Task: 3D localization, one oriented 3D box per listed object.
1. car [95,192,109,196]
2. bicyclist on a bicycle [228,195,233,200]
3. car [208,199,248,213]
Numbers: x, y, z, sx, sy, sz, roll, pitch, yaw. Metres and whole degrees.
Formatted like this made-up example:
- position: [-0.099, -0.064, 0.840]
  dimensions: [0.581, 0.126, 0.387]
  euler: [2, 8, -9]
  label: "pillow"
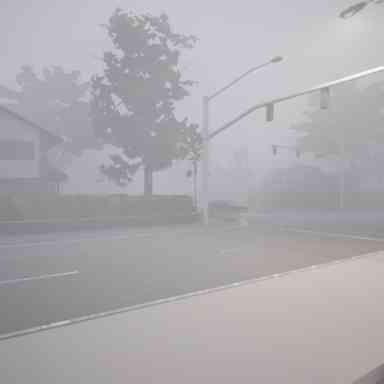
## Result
- position: [-20.413, 1.031, 75.266]
  dimensions: [2.150, 2.045, 5.566]
  euler: [0, 0, -36]
  label: "car"
- position: [5.912, 1.282, 51.108]
  dimensions: [1.656, 1.620, 0.582]
  euler: [0, 0, -36]
  label: "bicyclist on a bicycle"
- position: [3.613, 1.531, 36.545]
  dimensions: [2.033, 1.411, 5.357]
  euler: [0, 0, -36]
  label: "car"
